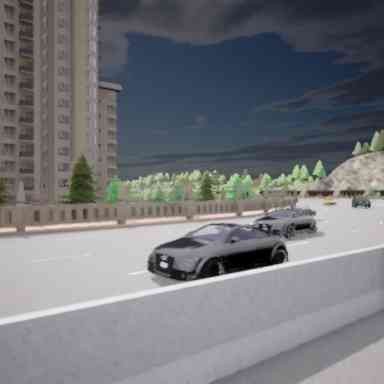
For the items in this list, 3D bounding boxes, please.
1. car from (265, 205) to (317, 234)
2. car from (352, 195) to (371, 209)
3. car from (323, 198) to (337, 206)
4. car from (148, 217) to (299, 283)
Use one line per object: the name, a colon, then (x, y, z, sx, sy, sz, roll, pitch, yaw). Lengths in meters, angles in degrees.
car: (4.970, 1.619, 17.701, 1.994, 1.385, 4.181, 0, 0, 45)
car: (26.856, 1.527, 52.782, 2.150, 2.045, 5.566, 0, 0, 19)
car: (26.026, 1.861, 62.791, 1.882, 1.535, 5.008, 0, 0, 13)
car: (0.857, 1.587, 9.333, 4.181, 1.385, 1.994, 0, 0, -40)
